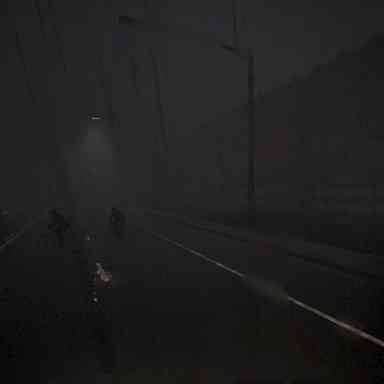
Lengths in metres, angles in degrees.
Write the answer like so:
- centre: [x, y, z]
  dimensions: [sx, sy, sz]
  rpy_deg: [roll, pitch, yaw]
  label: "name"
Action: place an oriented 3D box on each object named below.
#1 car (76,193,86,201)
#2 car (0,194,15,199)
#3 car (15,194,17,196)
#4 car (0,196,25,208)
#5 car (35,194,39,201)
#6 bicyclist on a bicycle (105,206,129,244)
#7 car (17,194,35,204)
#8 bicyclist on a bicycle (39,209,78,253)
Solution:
- centre: [-25.346, 1.338, 76.614]
  dimensions: [1.812, 1.442, 4.674]
  rpy_deg: [0, 1, -20]
  label: "car"
- centre: [-34.535, 1.312, 61.005]
  dimensions: [2.097, 1.767, 4.553]
  rpy_deg: [0, 0, -20]
  label: "car"
- centre: [-39.684, 1.278, 75.052]
  dimensions: [1.812, 1.442, 4.674]
  rpy_deg: [0, 1, -20]
  label: "car"
- centre: [-26.726, 1.601, 49.614]
  dimensions: [1.895, 1.301, 4.718]
  rpy_deg: [0, 0, -20]
  label: "car"
- centre: [-36.817, 1.242, 77.398]
  dimensions: [2.128, 1.511, 4.902]
  rpy_deg: [0, 1, -20]
  label: "car"
- centre: [-3.307, 1.454, 14.610]
  dimensions: [1.656, 1.620, 0.582]
  rpy_deg: [-3, -2, 39]
  label: "bicyclist on a bicycle"
- centre: [-31.680, 1.445, 63.387]
  dimensions: [1.837, 1.490, 4.892]
  rpy_deg: [0, 0, -20]
  label: "car"
- centre: [-4.982, 1.454, 12.333]
  dimensions: [1.656, 1.620, 0.582]
  rpy_deg: [-2, 0, 13]
  label: "bicyclist on a bicycle"
